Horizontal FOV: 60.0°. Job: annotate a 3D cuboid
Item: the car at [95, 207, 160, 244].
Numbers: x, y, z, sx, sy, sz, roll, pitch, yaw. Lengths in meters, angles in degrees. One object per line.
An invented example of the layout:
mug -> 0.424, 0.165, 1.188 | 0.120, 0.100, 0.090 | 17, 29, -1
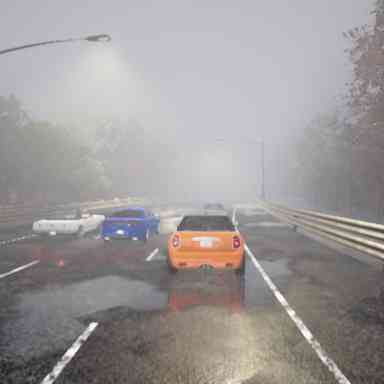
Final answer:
car -> -2.756, 1.468, 15.968 | 1.882, 1.535, 5.008 | 0, 0, 4

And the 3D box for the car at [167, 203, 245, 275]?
car -> 0.451, 1.353, 10.700 | 2.097, 1.767, 4.553 | 0, 0, 2

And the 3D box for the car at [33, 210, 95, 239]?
car -> -6.167, 1.581, 17.336 | 1.895, 1.301, 4.718 | 0, 0, 4

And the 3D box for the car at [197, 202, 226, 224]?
car -> 1.670, 1.549, 26.117 | 2.033, 1.411, 5.357 | 0, 0, 6
